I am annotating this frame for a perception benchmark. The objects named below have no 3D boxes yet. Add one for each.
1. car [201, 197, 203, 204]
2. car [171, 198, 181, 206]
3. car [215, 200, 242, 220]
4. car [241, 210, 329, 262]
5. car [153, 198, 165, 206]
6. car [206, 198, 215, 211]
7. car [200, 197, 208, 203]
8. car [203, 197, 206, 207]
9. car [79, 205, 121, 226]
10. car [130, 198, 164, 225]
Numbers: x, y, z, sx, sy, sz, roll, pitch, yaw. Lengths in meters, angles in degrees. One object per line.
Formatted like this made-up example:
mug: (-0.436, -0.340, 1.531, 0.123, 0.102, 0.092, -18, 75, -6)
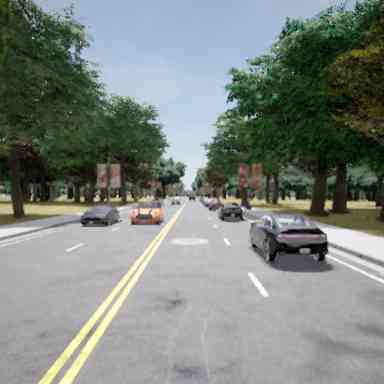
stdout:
car: (3.246, 2.040, 67.074, 1.895, 1.301, 4.718, 0, -1, 0)
car: (-3.263, 1.945, 66.868, 2.128, 1.511, 4.902, 0, -1, 0)
car: (3.349, 1.649, 29.501, 1.837, 1.490, 4.892, 0, -1, 0)
car: (3.350, 1.543, 12.291, 2.128, 1.511, 4.902, 0, 0, 0)
car: (-6.516, 1.924, 65.404, 1.837, 1.490, 4.892, 0, 0, 0)
car: (3.248, 1.764, 45.044, 1.812, 1.442, 4.674, 0, 0, 0)
car: (3.244, 2.112, 89.234, 1.801, 1.575, 5.366, 0, -1, 0)
car: (3.246, 1.932, 56.074, 1.895, 1.301, 4.718, 0, -1, 0)
car: (-6.601, 1.664, 24.496, 2.033, 1.411, 5.357, 0, 0, 0)
car: (-3.348, 1.473, 25.391, 2.097, 1.767, 4.553, 0, 0, 0)
